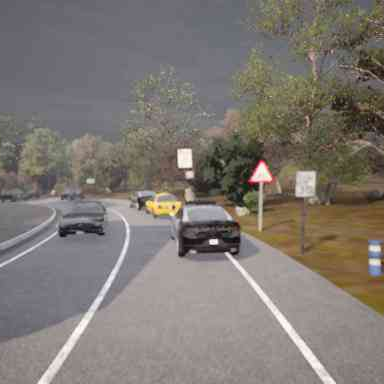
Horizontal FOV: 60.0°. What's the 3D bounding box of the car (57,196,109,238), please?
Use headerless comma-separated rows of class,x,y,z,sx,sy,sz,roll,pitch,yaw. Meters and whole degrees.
car,-4.913,1.149,15.639,2.033,1.411,5.357,-1,2,-12

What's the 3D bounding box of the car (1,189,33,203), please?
car,-27.399,0.541,51.352,5.566,2.045,2.150,-2,4,38

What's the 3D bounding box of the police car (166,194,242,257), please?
police car,0.279,1.082,11.760,1.930,1.638,5.238,-1,2,-7

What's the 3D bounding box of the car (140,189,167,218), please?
car,-1.946,0.764,22.041,1.801,1.575,5.366,-2,2,-17

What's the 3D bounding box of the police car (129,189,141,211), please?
police car,-4.024,0.555,27.871,1.930,1.638,5.238,-3,3,-22

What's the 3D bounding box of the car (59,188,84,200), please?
car,-16.792,0.234,46.213,2.097,1.767,4.553,-6,4,-43

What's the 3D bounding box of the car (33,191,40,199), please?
car,-27.548,0.529,55.743,5.008,1.535,1.882,-2,5,34
